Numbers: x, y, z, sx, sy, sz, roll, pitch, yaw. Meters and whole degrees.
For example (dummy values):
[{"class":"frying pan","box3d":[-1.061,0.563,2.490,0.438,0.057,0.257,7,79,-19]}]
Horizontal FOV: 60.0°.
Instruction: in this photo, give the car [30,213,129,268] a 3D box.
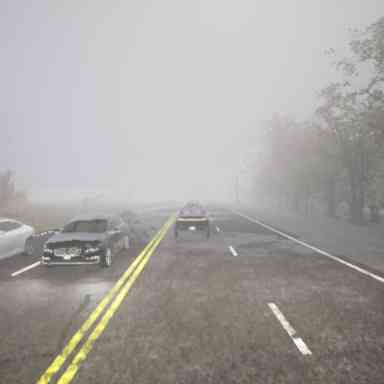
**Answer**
[{"class":"car","box3d":[-3.404,1.534,11.471,1.837,1.490,4.892,0,0,0]}]

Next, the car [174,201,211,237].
[{"class":"car","box3d":[0.023,1.507,18.126,2.128,1.511,4.902,0,0,0]}]

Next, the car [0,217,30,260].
[{"class":"car","box3d":[-6.651,1.571,10.544,1.812,1.442,4.674,0,0,0]}]
